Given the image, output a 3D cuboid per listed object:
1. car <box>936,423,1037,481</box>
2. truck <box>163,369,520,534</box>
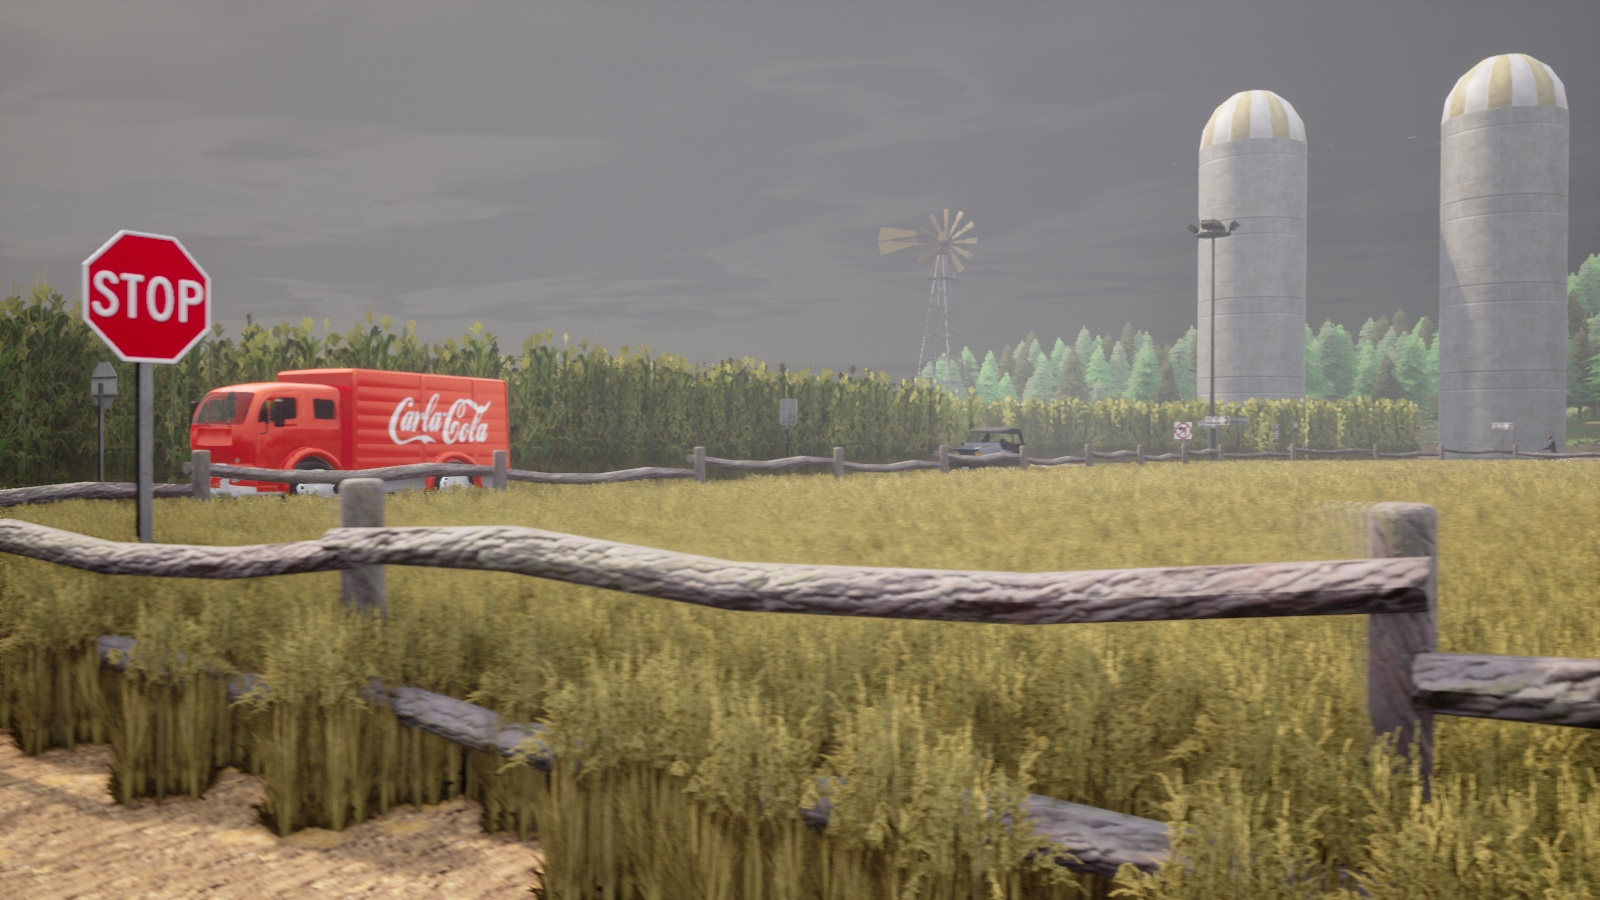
[{"bbox_3d":[6.366,0.033,42.595,1.905,1.878,3.866,0,1,34],"label":"car"},{"bbox_3d":[-7.697,0.013,21.639,2.627,2.467,5.204,0,0,34],"label":"truck"}]
